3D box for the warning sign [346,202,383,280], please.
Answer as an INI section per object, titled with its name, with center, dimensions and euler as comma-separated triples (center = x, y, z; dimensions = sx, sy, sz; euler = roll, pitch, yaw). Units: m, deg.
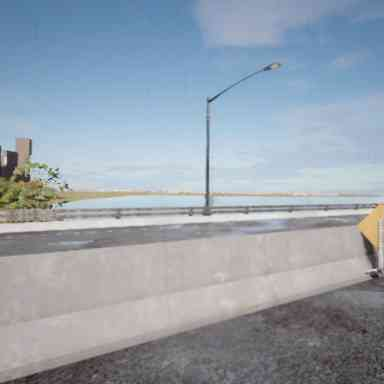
[warning sign]
center = 4.913, 1.215, 8.650
dimensions = 1.060, 1.860, 1.300
euler = 1, -1, -35
